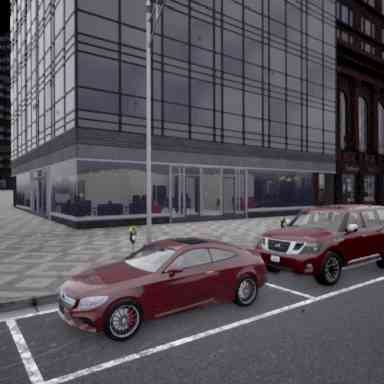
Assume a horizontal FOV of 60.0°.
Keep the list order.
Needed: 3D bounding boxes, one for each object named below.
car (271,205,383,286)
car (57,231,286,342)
[{"bbox_3d":[4.074,1.313,9.578,5.009,1.841,2.192,0,0,-36],"label":"car"},{"bbox_3d":[-0.338,1.581,6.419,4.206,1.307,1.802,0,0,-36],"label":"car"}]
